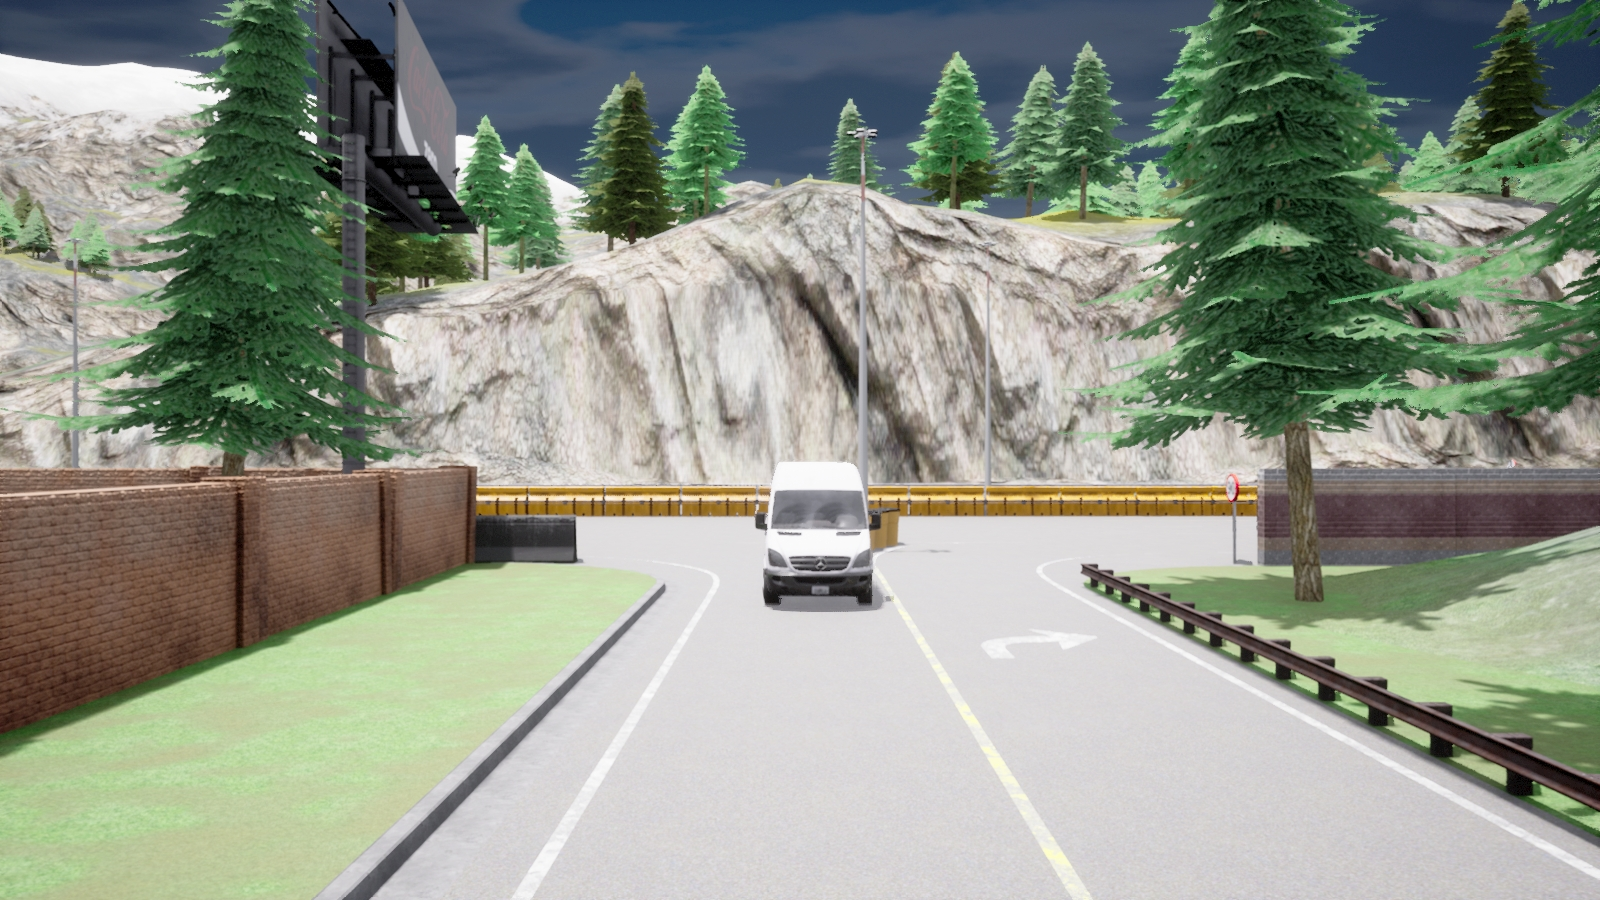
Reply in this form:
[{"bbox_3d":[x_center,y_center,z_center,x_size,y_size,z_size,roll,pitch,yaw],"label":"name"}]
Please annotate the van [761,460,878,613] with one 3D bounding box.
[{"bbox_3d":[0.312,1.501,22.509,1.988,2.561,5.915,0,0,0],"label":"van"}]
